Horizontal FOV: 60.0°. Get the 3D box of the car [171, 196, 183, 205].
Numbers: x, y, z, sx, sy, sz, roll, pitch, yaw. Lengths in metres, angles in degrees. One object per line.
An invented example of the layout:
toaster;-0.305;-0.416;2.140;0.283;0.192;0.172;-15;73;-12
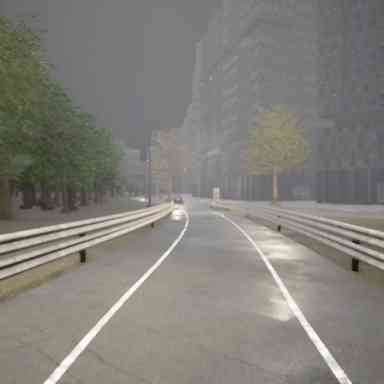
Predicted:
car;-3.127;1.516;64.911;2.097;1.767;4.553;0;0;-15
